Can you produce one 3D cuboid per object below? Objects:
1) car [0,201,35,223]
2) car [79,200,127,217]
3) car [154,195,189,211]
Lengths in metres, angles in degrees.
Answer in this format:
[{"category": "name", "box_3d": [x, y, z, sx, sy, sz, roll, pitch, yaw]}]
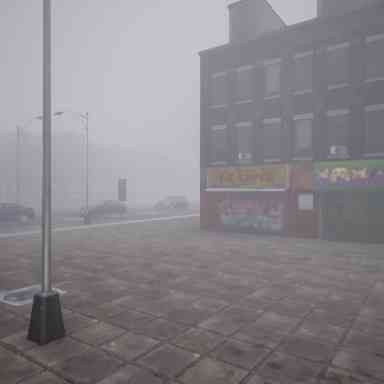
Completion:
[{"category": "car", "box_3d": [-13.390, 1.432, 22.690, 1.882, 1.535, 5.008, 0, 0, 35]}, {"category": "car", "box_3d": [-8.027, 1.446, 30.346, 1.812, 1.442, 4.674, 0, 0, 35]}, {"category": "car", "box_3d": [-2.308, 1.236, 38.495, 2.097, 1.767, 4.553, 0, 0, 35]}]
